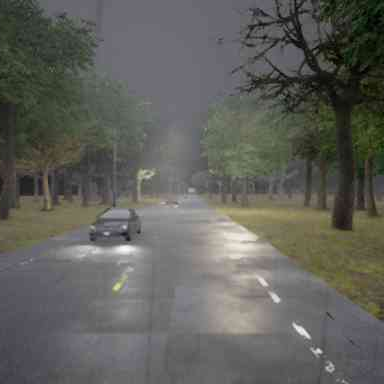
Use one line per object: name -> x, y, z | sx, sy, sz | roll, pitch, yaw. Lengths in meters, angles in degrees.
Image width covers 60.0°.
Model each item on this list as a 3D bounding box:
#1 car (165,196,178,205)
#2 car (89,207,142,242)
car -> -3.548, 1.405, 57.828 | 2.097, 1.767, 4.553 | 0, 0, 1
car -> -3.599, 1.494, 16.353 | 1.812, 1.442, 4.674 | 0, 0, 0
